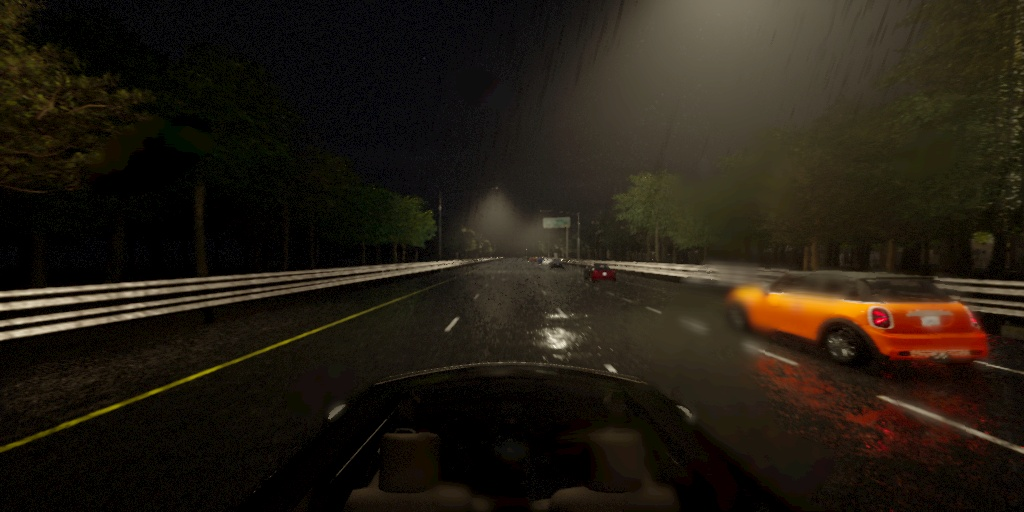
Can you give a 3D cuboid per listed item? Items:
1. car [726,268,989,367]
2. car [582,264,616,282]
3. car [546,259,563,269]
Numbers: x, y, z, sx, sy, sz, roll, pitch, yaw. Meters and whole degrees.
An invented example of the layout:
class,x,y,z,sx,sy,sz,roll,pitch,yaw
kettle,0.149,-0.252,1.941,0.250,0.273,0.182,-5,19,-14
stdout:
class,x,y,z,sx,sy,sz,roll,pitch,yaw
car,6.996,1.107,8.106,2.097,1.767,4.553,0,0,0
car,7.021,1.328,29.164,1.994,1.385,4.181,0,0,0
car,7.131,1.319,58.075,2.033,1.411,5.357,0,0,0
